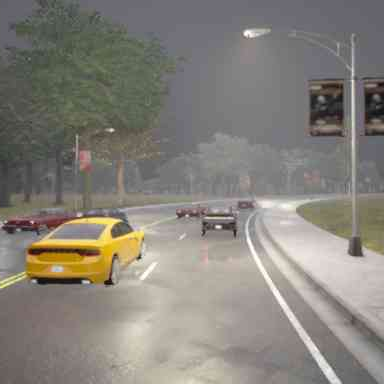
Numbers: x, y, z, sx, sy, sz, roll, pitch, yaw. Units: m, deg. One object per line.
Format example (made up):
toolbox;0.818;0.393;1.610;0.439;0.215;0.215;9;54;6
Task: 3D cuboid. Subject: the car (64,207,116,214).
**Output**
car;-5.102;1.554;18.849;1.994;1.385;4.181;0;0;8

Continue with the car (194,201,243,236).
car;1.624;1.478;18.527;2.128;1.511;4.902;0;0;8

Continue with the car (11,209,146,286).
car;-2.652;1.470;9.472;1.882;1.535;5.008;0;0;4

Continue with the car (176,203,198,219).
car;0.084;1.576;28.385;1.895;1.301;4.718;0;0;12

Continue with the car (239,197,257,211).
car;6.759;1.399;40.594;1.882;1.535;5.008;0;0;17

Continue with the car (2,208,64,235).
car;-8.389;1.591;18.815;1.895;1.301;4.718;0;0;8
